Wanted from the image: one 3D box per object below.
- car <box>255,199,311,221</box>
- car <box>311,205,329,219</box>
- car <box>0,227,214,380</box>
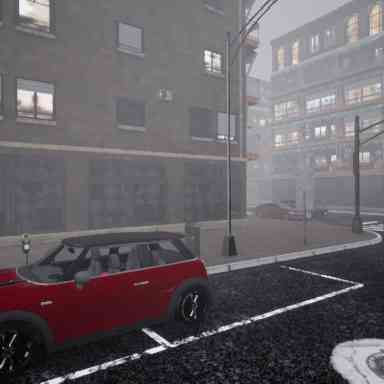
[{"bbox_3d":[6.792,1.472,26.182,1.802,1.307,4.206,0,0,-35],"label":"car"},{"bbox_3d":[8.879,1.347,27.703,1.882,1.535,5.008,-1,1,-35],"label":"car"},{"bbox_3d":[-1.698,1.440,5.408,4.097,1.590,1.967,0,0,-35],"label":"car"}]
